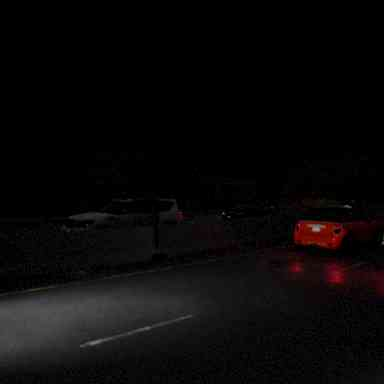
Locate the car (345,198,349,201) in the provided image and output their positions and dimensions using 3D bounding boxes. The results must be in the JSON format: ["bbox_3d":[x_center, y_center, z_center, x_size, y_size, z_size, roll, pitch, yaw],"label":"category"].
[{"bbox_3d":[32.946,1.940,68.708,2.097,1.767,4.553,0,-1,38],"label":"car"}]

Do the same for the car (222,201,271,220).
[{"bbox_3d":[4.350,1.687,27.371,1.812,1.442,4.674,0,0,41],"label":"car"}]

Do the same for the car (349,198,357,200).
[{"bbox_3d":[30.010,2.021,59.360,1.895,1.301,4.718,0,0,39],"label":"car"}]

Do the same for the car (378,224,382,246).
[{"bbox_3d":[8.032,1.551,10.837,5.008,1.535,1.882,0,0,-43],"label":"car"}]

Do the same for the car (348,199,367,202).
[{"bbox_3d":[22.815,1.914,44.741,1.895,1.301,4.718,0,0,39],"label":"car"}]

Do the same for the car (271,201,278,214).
[{"bbox_3d":[8.031,1.742,37.344,1.837,1.490,4.892,0,-1,38],"label":"car"}]

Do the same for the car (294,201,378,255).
[{"bbox_3d":[6.217,1.436,13.952,4.553,1.767,2.097,0,0,-43],"label":"car"}]

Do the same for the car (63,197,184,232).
[{"bbox_3d":[-2.930,1.282,15.283,5.566,2.045,2.150,1,0,-41],"label":"car"}]
